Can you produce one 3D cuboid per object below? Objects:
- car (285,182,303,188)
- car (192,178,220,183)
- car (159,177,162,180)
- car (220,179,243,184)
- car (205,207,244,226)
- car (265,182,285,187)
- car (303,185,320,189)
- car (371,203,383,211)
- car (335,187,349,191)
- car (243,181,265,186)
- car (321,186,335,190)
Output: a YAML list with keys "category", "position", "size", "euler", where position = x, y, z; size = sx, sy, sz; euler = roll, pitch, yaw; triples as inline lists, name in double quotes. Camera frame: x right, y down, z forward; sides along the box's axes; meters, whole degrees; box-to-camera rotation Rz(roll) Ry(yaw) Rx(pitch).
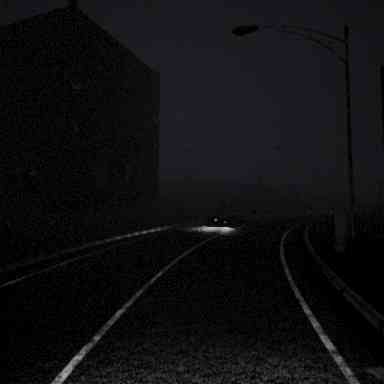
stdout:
- category: "car"
  position: [22.265, -1.359, 75.933]
  size: [4.553, 1.767, 2.185]
  euler: [3, -5, -28]
- category: "car"
  position: [2.362, -2.083, 66.272]
  size: [4.892, 1.521, 2.231]
  euler: [2, -5, -24]
- category: "car"
  position: [-7.622, -2.548, 61.820]
  size: [4.553, 1.767, 2.185]
  euler: [2, -5, -24]
- category: "car"
  position: [7.396, -1.899, 68.529]
  size: [4.892, 1.521, 2.231]
  euler: [2, -5, -24]
- category: "car"
  position: [2.515, 1.813, 25.177]
  size: [1.994, 1.385, 4.181]
  euler: [-2, -2, 26]
- category: "car"
  position: [17.376, -1.465, 73.360]
  size: [5.008, 1.535, 2.097]
  euler: [3, -5, -26]
- category: "car"
  position: [27.269, -0.956, 78.696]
  size: [4.792, 1.488, 2.163]
  euler: [3, -5, -29]
- category: "car"
  position: [31.612, 2.456, 54.483]
  size: [4.718, 1.301, 1.895]
  euler: [1, -4, -25]
- category: "car"
  position: [36.665, -0.484, 84.280]
  size: [4.892, 1.521, 2.231]
  euler: [3, -5, -31]
- category: "car"
  position: [12.412, -1.649, 70.888]
  size: [4.674, 1.452, 2.002]
  euler: [2, -5, -25]
- category: "car"
  position: [32.039, -0.698, 81.461]
  size: [4.674, 1.452, 2.002]
  euler: [3, -5, -30]
